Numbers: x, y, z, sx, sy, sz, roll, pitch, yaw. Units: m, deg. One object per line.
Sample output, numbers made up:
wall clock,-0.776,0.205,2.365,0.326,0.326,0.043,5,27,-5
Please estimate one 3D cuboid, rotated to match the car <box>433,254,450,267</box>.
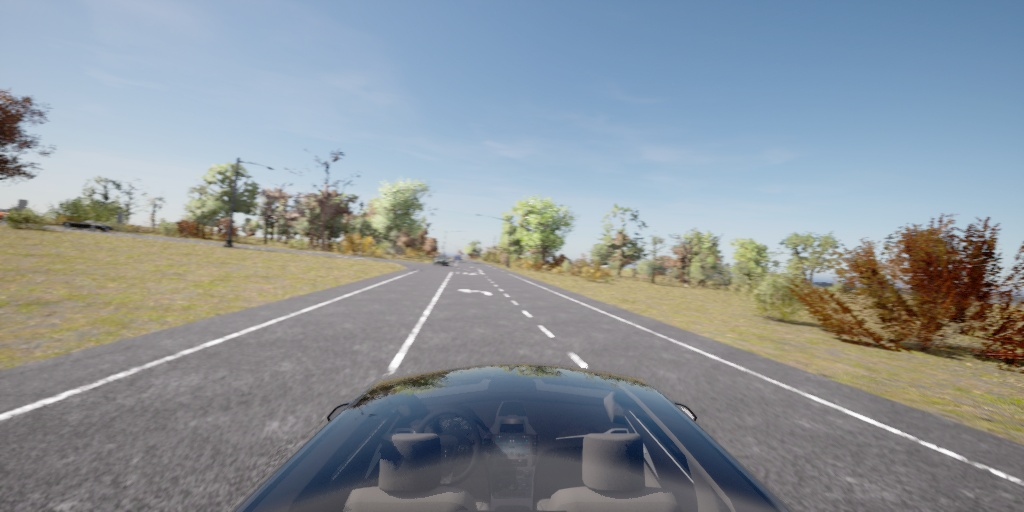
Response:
car,-9.930,0.514,50.717,2.097,1.767,4.553,5,-1,-8
